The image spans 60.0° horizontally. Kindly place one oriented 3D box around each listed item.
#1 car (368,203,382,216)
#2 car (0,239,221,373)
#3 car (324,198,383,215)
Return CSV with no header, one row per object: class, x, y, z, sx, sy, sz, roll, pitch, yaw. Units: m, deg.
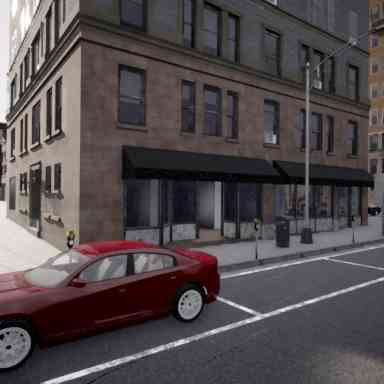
car,14.477,1.443,30.170,1.895,1.301,4.718,1,0,-35
car,-1.564,1.545,5.638,4.507,1.381,1.887,0,1,-35
car,16.242,1.410,33.322,2.033,1.411,5.357,1,0,-35
